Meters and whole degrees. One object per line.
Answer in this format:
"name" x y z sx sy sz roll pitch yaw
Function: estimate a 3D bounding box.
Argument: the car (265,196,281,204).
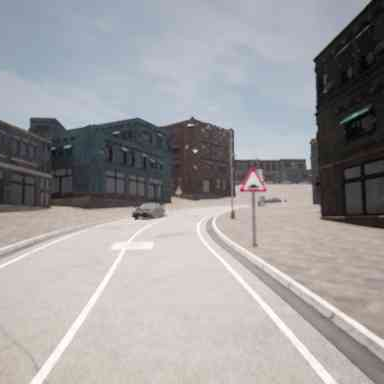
"car" 15.756 1.599 66.358 2.033 1.411 5.357 -5 -3 44

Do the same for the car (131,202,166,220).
"car" -3.910 1.692 31.019 2.033 1.411 5.357 -1 1 11
